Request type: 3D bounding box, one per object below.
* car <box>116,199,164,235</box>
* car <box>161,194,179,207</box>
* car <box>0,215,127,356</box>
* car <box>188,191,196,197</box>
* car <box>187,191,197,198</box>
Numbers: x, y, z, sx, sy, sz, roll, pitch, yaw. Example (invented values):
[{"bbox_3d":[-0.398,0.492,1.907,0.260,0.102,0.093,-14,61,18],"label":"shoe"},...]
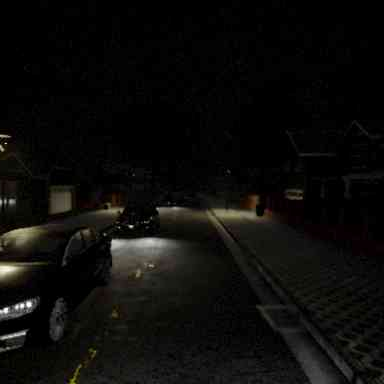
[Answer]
[{"bbox_3d":[-2.808,1.335,17.819,1.837,1.490,4.892,0,0,0],"label":"car"},{"bbox_3d":[-2.760,1.060,41.691,1.837,1.490,4.892,0,1,0],"label":"car"},{"bbox_3d":[-2.843,1.436,6.338,2.128,1.511,4.902,0,0,0],"label":"car"},{"bbox_3d":[-0.019,0.422,82.314,1.895,1.301,4.718,0,1,0],"label":"car"},{"bbox_3d":[-0.017,0.585,71.861,1.837,1.490,4.892,0,1,0],"label":"car"}]
